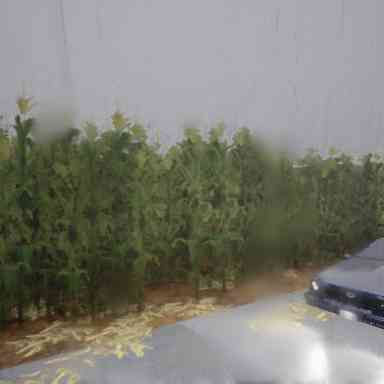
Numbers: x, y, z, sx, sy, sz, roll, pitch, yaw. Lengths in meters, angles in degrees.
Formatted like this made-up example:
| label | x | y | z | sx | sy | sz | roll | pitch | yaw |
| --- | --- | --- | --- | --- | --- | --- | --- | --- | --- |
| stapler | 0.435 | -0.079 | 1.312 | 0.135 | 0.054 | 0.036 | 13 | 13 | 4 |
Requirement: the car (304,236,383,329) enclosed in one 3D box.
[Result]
| label | x | y | z | sx | sy | sz | roll | pitch | yaw |
| --- | --- | --- | --- | --- | --- | --- | --- | --- | --- |
| car | 4.637 | 1.598 | 6.800 | 5.357 | 1.411 | 2.033 | 1 | -1 | -36 |
